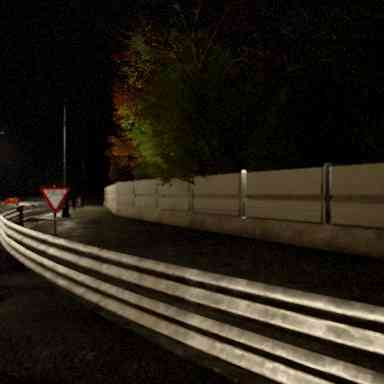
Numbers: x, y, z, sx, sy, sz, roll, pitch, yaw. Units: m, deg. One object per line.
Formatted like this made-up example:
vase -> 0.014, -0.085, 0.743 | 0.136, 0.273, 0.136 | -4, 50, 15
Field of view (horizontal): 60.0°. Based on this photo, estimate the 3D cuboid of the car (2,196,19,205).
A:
car -> -33.843, 1.511, 62.729 | 2.097, 1.767, 4.553 | 0, 0, -24
